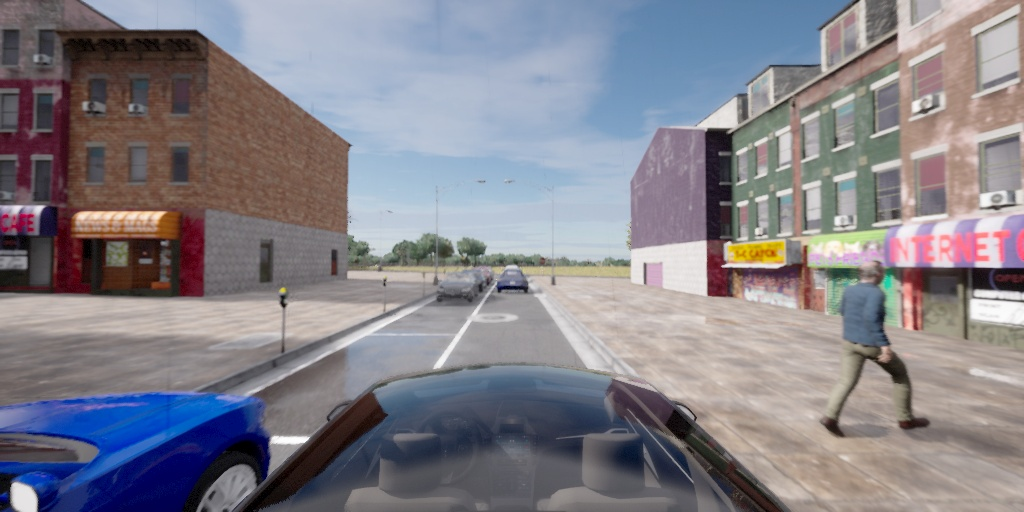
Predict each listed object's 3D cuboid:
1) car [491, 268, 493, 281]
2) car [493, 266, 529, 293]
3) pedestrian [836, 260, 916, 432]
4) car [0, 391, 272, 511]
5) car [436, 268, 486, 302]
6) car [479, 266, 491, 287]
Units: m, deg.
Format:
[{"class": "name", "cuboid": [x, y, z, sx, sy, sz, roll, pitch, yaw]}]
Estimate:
[{"class": "car", "cuboid": [-2.641, 1.612, 29.110, 1.888, 1.381, 4.507, 0, 0, 0]}, {"class": "car", "cuboid": [0.055, 1.555, 23.012, 1.994, 1.385, 4.181, 0, -1, 0]}, {"class": "pedestrian", "cuboid": [3.719, 0.911, 3.708, 0.375, 1.860, 0.375, -1, -1, 0]}, {"class": "car", "cuboid": [-2.749, 1.219, 0.689, 1.882, 1.535, 5.008, 0, -1, 0]}, {"class": "car", "cuboid": [-2.639, 1.479, 18.030, 2.007, 1.370, 4.403, 0, 0, 0]}, {"class": "car", "cuboid": [-2.640, 1.563, 23.570, 1.948, 1.339, 4.313, 0, 0, 0]}]
